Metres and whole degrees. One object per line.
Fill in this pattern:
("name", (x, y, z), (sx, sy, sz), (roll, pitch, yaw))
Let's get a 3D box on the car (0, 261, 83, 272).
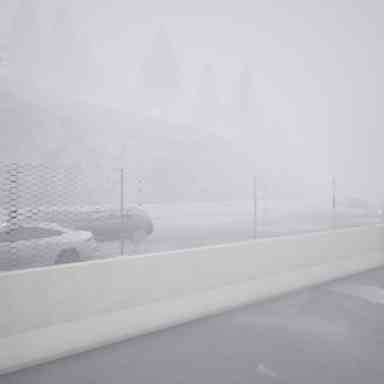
("car", (-4.983, 1.550, 9.120), (4.674, 1.442, 1.812), (0, 0, -37))
